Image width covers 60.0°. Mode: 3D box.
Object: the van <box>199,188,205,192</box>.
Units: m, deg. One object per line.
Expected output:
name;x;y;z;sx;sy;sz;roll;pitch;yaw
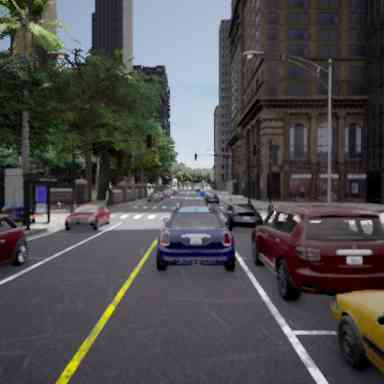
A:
van;2.747;0.509;61.573;1.690;1.788;3.998;0;1;0

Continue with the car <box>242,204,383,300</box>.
car;2.756;1.208;8.030;2.192;1.841;5.009;0;1;0

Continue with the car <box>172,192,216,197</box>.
car;0.097;1.086;20.062;2.097;1.767;4.553;0;1;0

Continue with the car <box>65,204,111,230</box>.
car;-5.770;1.331;18.899;1.802;1.307;4.206;0;1;0

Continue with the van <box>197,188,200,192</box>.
van;2.743;0.200;83.253;1.690;1.788;3.998;0;1;0

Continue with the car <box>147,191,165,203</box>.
car;-5.776;0.868;50.755;2.008;1.369;4.403;0;1;0

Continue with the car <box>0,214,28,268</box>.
car;-5.769;1.333;8.046;1.967;1.590;4.097;0;1;0

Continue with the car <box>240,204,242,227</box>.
car;2.755;1.315;18.883;1.947;1.339;4.313;0;1;0

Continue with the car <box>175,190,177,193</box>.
car;-5.783;0.308;88.523;1.752;1.417;4.829;0;1;0

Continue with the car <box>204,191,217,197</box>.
car;2.750;0.958;45.317;1.947;1.339;4.313;0;1;0

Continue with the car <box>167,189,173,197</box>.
car;-5.780;0.455;72.432;1.967;1.590;4.097;0;1;0

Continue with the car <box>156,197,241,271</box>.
car;0.100;1.214;10.527;2.097;1.767;4.553;0;1;0

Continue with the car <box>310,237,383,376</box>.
car;2.758;1.487;2.778;1.752;1.417;4.829;0;1;0

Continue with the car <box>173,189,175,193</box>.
car;-5.782;0.252;77.851;2.192;1.841;5.009;0;1;0

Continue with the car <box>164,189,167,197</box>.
car;-5.777;0.683;56.173;1.967;1.590;4.097;0;1;0
